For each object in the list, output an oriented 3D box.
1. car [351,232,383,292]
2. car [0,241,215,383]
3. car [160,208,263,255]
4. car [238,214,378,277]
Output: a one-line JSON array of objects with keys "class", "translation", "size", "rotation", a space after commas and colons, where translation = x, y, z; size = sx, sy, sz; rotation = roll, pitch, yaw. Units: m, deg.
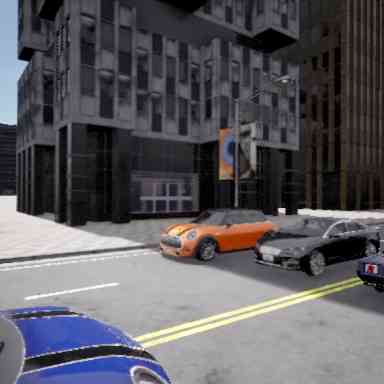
[{"class": "car", "translation": [5.968, 1.668, 7.813], "size": [4.718, 1.301, 1.895], "rotation": [1, 0, -35]}, {"class": "car", "translation": [-2.239, 1.347, 1.842], "size": [4.553, 1.767, 2.097], "rotation": [0, 0, -36]}, {"class": "car", "translation": [1.063, 1.410, 12.422], "size": [4.553, 1.767, 2.097], "rotation": [1, 0, -35]}, {"class": "car", "translation": [4.090, 1.560, 10.588], "size": [4.902, 1.511, 2.128], "rotation": [1, 0, -35]}]
